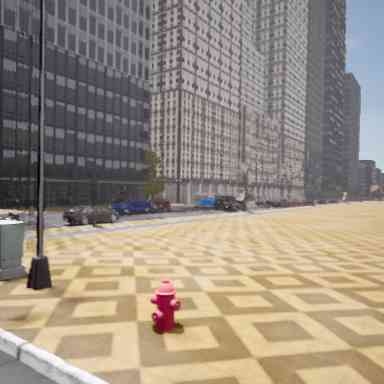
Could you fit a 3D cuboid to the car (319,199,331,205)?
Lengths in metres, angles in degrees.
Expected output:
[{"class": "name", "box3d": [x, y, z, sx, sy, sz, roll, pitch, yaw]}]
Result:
[{"class": "car", "box3d": [31.260, 2.307, 79.998, 1.947, 1.339, 4.313, 1, 0, 35]}]

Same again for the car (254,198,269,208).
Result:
[{"class": "car", "box3d": [12.810, 1.898, 58.138, 2.128, 1.511, 4.902, 2, 0, 35]}]

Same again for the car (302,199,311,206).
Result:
[{"class": "car", "box3d": [21.600, 2.022, 66.099, 1.967, 1.590, 4.097, 1, 0, 35]}]

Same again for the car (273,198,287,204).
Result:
[{"class": "car", "box3d": [21.160, 2.044, 80.147, 1.947, 1.339, 4.313, 1, 0, 35]}]

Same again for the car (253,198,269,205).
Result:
[{"class": "car", "box3d": [14.720, 1.954, 70.884, 1.802, 1.307, 4.206, 1, 0, 35]}]

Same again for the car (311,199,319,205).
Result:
[{"class": "car", "box3d": [24.818, 2.201, 70.732, 1.947, 1.339, 4.313, 1, 0, 35]}]

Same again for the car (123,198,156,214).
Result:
[{"class": "car", "box3d": [-6.495, 1.525, 35.802, 1.882, 1.535, 5.008, 2, 0, 35]}]

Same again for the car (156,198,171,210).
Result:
[{"class": "car", "box3d": [-4.598, 1.491, 43.093, 1.967, 1.590, 4.097, 1, 0, 35]}]

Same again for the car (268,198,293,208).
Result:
[{"class": "car", "box3d": [15.156, 2.041, 56.833, 1.947, 1.339, 4.313, 1, 0, 35]}]

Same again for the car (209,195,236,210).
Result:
[{"class": "car", "box3d": [5.147, 1.502, 47.086, 2.150, 2.045, 5.566, 2, 1, 35]}]

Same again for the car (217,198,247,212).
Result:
[{"class": "car", "box3d": [5.494, 1.880, 42.935, 1.947, 1.339, 4.313, 1, 0, 35]}]

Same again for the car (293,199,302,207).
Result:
[{"class": "car", "box3d": [18.376, 2.111, 61.467, 1.802, 1.307, 4.206, 1, 0, 35]}]

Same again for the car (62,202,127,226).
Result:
[{"class": "car", "box3d": [-7.282, 1.650, 24.331, 2.008, 1.369, 4.403, 1, 0, 35]}]

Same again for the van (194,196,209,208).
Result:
[{"class": "van", "box3d": [1.844, 1.500, 52.357, 1.690, 1.788, 3.998, 1, 0, 35]}]
